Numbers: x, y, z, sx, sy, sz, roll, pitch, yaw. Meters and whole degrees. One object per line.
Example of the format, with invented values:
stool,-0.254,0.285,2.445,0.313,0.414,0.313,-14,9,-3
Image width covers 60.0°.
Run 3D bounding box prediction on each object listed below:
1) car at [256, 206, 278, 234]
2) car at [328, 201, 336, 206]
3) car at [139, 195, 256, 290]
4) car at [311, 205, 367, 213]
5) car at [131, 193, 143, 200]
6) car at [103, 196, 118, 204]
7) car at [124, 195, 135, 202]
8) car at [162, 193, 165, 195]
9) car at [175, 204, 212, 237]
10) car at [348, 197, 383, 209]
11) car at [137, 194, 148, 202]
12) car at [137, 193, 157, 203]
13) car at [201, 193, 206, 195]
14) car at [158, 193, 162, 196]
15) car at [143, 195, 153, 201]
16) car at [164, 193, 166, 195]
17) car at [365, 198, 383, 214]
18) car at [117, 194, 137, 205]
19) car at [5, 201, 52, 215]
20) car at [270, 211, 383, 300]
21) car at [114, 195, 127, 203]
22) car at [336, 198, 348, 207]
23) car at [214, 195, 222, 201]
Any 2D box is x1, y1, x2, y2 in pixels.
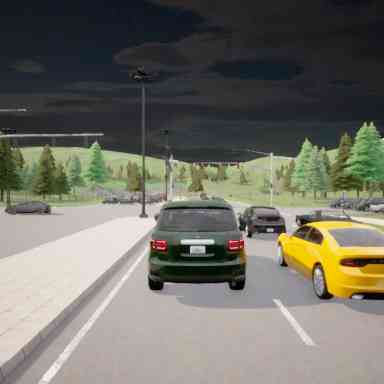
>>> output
car,3.587,1.505,17.666,1.837,1.490,4.892,0,0,0
car,20.796,1.525,44.866,4.674,1.442,1.812,0,0,1
car,0.095,1.221,9.189,2.150,2.045,5.566,0,0,0
car,7.087,1.601,17.838,1.895,1.301,4.718,0,0,0
car,-15.071,1.224,91.200,2.150,2.045,5.566,0,0,0
car,-15.108,1.563,61.597,1.994,1.385,4.181,0,0,0
car,-15.074,1.477,80.658,1.882,1.535,5.008,0,0,0
car,-8.072,1.552,78.106,1.994,1.385,4.181,0,0,0
car,0.086,1.505,19.046,1.837,1.490,4.892,0,0,0
car,20.803,1.352,37.864,4.553,1.767,2.097,0,0,1
car,-11.572,1.355,78.127,2.097,1.767,4.553,0,0,0
car,-8.119,1.491,60.517,2.128,1.511,4.902,0,0,0
car,3.421,1.594,86.016,1.895,1.301,4.718,0,0,0
car,-8.063,1.355,69.598,2.097,1.767,4.553,0,0,0
car,-11.580,1.552,88.139,1.994,1.385,4.181,0,0,0
car,-8.079,1.224,88.598,2.150,2.045,5.566,0,0,0
car,21.018,1.601,34.360,4.718,1.301,1.895,0,0,1
car,-11.664,1.525,60.171,1.812,1.442,4.674,0,0,1
car,-16.208,1.563,33.082,4.181,1.385,1.994,0,0,-1
car,3.592,1.478,8.442,1.882,1.535,5.008,0,0,0
car,-15.064,1.499,70.270,1.837,1.490,4.892,0,0,0
car,21.083,1.491,41.362,4.902,1.511,2.128,0,0,1
car,6.921,1.594,88.285,1.895,1.301,4.718,0,0,0
